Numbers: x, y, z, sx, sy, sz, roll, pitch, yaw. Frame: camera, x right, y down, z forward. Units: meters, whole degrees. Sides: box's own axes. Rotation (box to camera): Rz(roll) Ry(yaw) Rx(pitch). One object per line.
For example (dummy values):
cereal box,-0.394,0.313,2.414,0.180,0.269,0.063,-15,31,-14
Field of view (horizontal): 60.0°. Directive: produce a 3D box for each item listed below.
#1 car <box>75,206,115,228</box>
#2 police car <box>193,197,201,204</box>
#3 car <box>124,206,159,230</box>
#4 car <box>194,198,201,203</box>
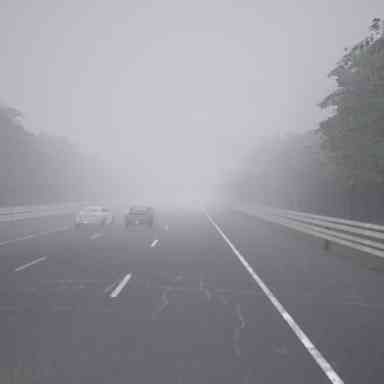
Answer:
car,-6.898,1.741,23.904,1.812,1.442,4.674,0,0,0
police car,1.263,2.180,83.291,1.930,1.638,5.238,0,-1,1
car,-3.400,1.700,23.006,2.128,1.511,4.902,0,0,0
car,1.487,2.372,93.102,1.812,1.442,4.674,0,-1,2
